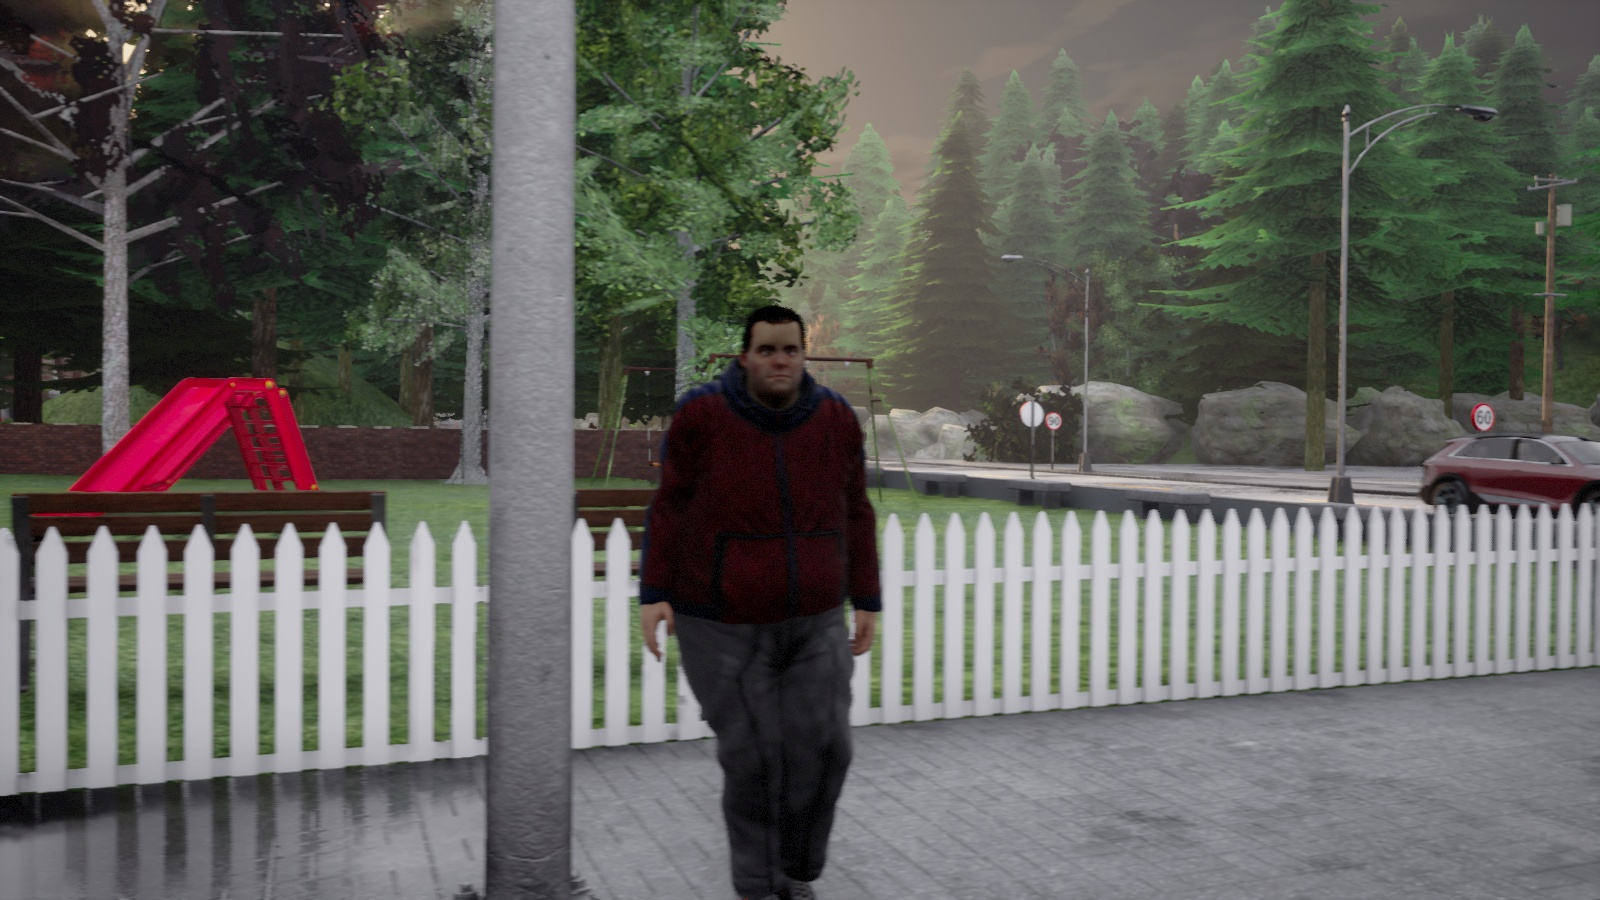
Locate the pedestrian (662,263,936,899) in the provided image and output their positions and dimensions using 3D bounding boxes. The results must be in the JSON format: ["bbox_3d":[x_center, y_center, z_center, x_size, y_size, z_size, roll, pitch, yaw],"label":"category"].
[{"bbox_3d":[-0.043,0.449,3.606,0.634,1.844,0.899,-1,1,-9],"label":"pedestrian"}]

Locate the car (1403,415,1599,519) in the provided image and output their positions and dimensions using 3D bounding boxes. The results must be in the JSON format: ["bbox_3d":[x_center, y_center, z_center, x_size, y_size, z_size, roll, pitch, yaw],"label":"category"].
[{"bbox_3d":[13.116,0.234,21.642,2.033,1.649,4.856,-1,1,-21],"label":"car"}]
